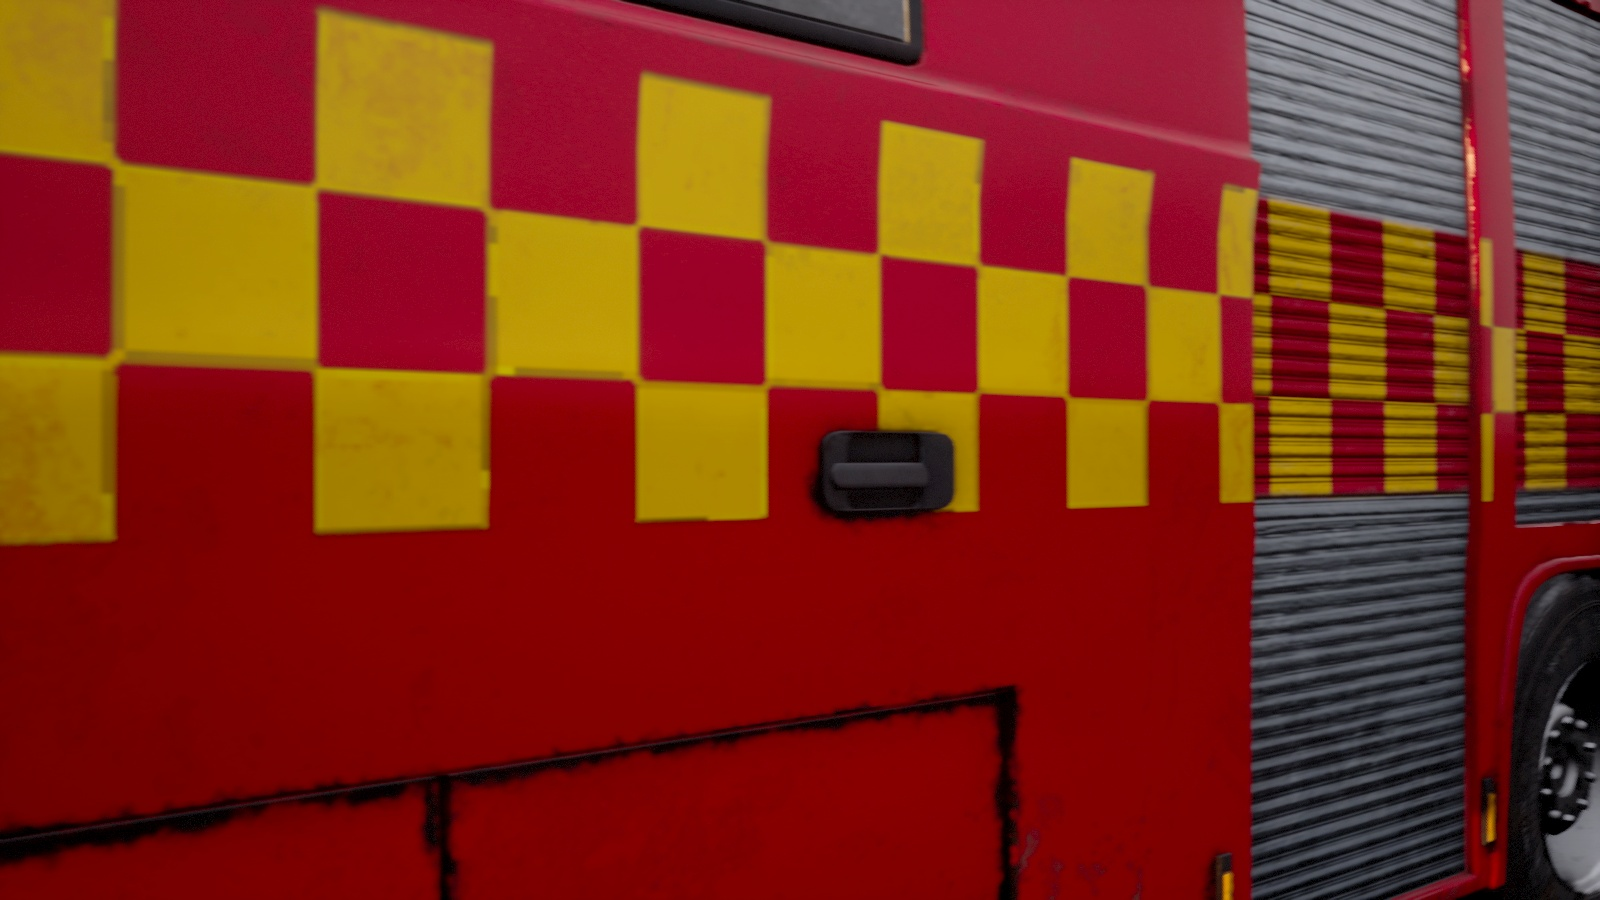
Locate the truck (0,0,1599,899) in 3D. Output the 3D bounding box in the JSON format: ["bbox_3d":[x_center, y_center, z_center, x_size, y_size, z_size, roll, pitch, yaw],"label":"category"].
[{"bbox_3d":[-0.750,-0.410,3.141,8.468,3.827,2.891,0,0,-35],"label":"truck"}]
